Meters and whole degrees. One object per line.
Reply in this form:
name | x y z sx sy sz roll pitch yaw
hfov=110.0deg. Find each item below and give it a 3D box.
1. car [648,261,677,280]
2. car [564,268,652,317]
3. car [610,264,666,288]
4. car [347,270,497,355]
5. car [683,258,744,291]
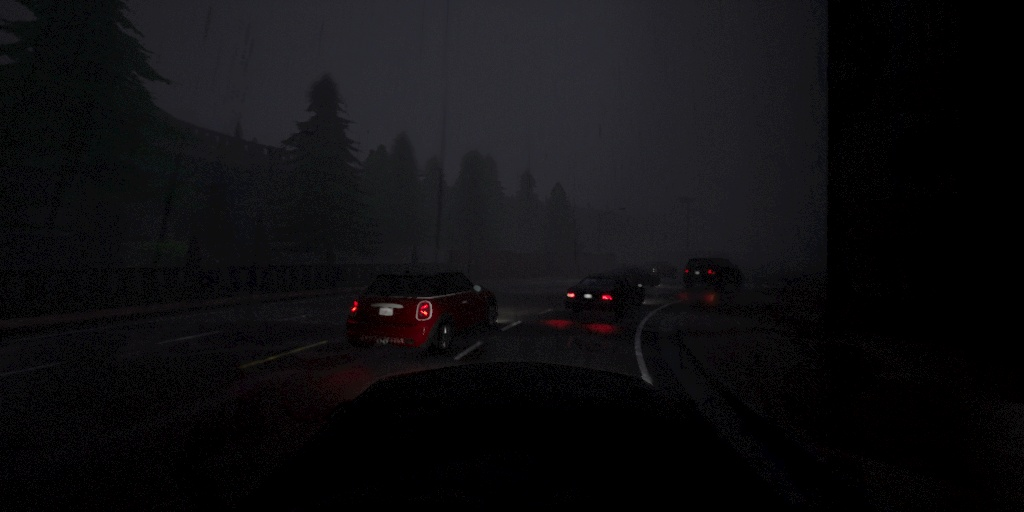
car | 13.451 1.251 33.339 4.553 1.767 2.097 1 0 -40
car | 3.756 1.372 13.854 2.033 1.411 5.357 1 0 30
car | 7.799 1.447 23.675 5.357 1.411 2.033 1 0 -42
car | -1.920 1.127 9.091 2.097 1.767 4.553 0 0 15
car | 13.563 1.154 24.084 5.566 2.045 2.150 1 0 -41
